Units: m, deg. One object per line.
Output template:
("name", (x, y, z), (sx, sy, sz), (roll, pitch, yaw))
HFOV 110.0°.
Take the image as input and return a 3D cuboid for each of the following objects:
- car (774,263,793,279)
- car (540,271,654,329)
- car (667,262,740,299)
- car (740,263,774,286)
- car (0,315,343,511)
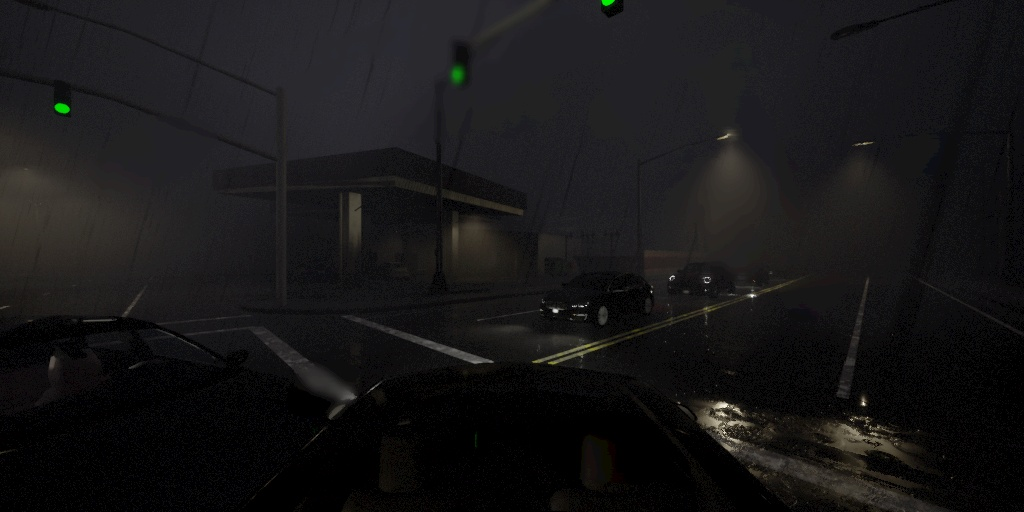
("car", (23.833, 1.312, 32.319), (4.181, 1.385, 1.994), (0, 0, -44))
("car", (2.900, 1.254, 11.543), (1.837, 1.490, 4.892), (0, 0, 45))
("car", (9.750, 1.101, 18.378), (4.553, 1.767, 2.097), (0, 0, -45))
("car", (16.688, 1.312, 25.277), (1.994, 1.385, 4.181), (0, 0, 44))
("car", (-3.417, 1.242, 2.536), (4.902, 1.511, 2.128), (0, 0, 15))
